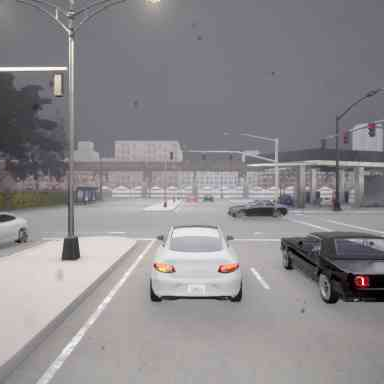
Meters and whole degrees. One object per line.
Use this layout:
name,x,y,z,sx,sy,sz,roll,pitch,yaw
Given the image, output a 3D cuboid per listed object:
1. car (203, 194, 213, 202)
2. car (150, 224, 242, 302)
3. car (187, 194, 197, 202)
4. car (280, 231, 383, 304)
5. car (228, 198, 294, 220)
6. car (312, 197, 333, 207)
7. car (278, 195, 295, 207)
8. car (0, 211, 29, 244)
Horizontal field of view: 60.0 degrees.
car,3.516,1.257,72.298,2.097,1.767,4.553,0,0,0
car,0.084,1.517,8.112,1.812,1.442,4.674,0,0,0
car,0.016,1.250,72.299,2.097,1.767,4.553,0,0,0
car,3.589,1.599,8.095,1.895,1.301,4.718,0,0,0
car,5.412,1.469,27.407,4.902,1.511,2.128,0,0,0
car,18.967,1.435,48.413,1.970,1.475,3.806,0,0,0
car,13.222,1.262,47.651,2.242,1.667,4.611,0,0,0
car,-8.144,1.492,12.950,1.812,1.442,4.674,0,0,1
